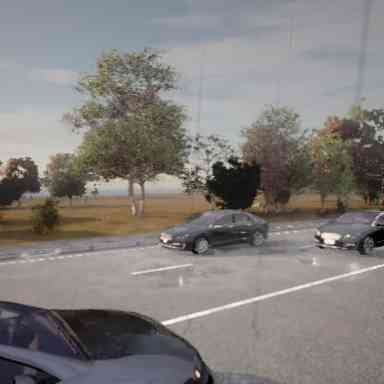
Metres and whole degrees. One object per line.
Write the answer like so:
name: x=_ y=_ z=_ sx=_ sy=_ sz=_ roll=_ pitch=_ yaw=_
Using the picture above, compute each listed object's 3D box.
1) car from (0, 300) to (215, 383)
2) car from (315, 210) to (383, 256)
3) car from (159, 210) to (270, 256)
car: x=-1.816 y=1.564 z=2.451 sx=4.181 sy=1.385 sz=1.994 roll=0 pitch=0 yaw=-36
car: x=6.864 y=1.490 z=13.190 sx=4.902 sy=1.511 sz=2.128 roll=0 pitch=0 yaw=-35
car: x=1.018 y=1.503 z=13.319 sx=4.892 sy=1.490 sz=1.837 roll=0 pitch=0 yaw=-36
